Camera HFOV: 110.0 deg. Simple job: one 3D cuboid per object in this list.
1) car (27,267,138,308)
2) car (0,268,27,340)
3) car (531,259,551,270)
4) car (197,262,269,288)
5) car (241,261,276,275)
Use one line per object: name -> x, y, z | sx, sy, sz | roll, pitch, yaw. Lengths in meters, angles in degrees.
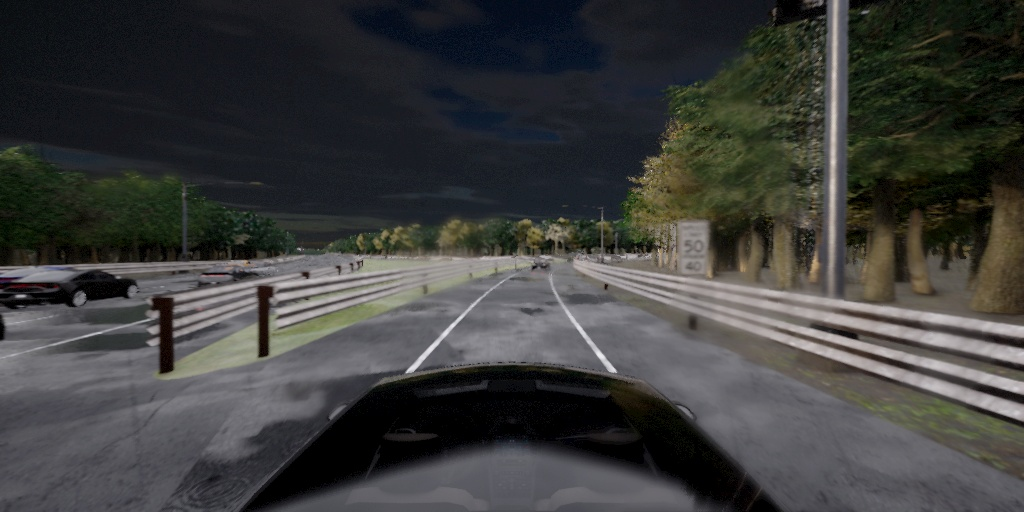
car -> -18.340, 1.280, 15.173 | 1.882, 1.535, 5.008 | 0, 0, -18
car -> -11.763, 1.173, 5.924 | 2.097, 1.767, 4.553 | 0, 0, -18
car -> 3.635, 1.038, 43.784 | 1.895, 1.301, 4.718 | 1, 0, 13
car -> -16.946, 1.301, 21.726 | 2.128, 1.511, 4.902 | 0, 0, -19
car -> -25.831, 1.407, 36.801 | 1.895, 1.301, 4.718 | 0, 0, -20
